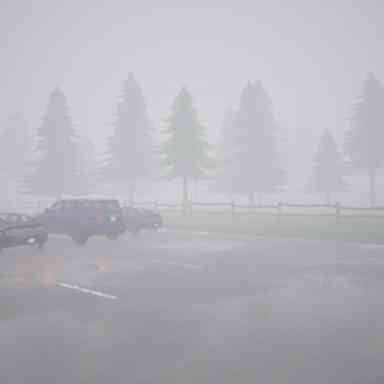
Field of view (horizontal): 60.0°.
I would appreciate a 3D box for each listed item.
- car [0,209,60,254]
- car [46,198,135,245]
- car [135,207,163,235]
[{"bbox_3d":[-7.982,1.626,13.863,4.902,1.511,2.128,-1,0,36],"label":"car"},{"bbox_3d":[-5.734,1.348,16.555,5.566,2.045,2.150,0,0,36],"label":"car"},{"bbox_3d":[-3.920,1.626,19.563,4.902,1.511,2.128,-1,0,36],"label":"car"}]
